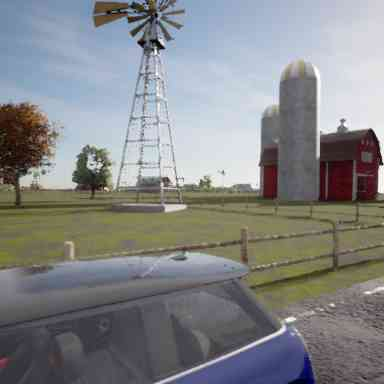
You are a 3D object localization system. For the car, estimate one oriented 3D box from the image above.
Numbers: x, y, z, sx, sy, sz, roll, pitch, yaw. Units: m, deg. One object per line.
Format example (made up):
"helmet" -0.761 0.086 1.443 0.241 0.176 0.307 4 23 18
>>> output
"car" -1.229 1.353 2.184 4.553 1.767 2.097 0 0 -35
